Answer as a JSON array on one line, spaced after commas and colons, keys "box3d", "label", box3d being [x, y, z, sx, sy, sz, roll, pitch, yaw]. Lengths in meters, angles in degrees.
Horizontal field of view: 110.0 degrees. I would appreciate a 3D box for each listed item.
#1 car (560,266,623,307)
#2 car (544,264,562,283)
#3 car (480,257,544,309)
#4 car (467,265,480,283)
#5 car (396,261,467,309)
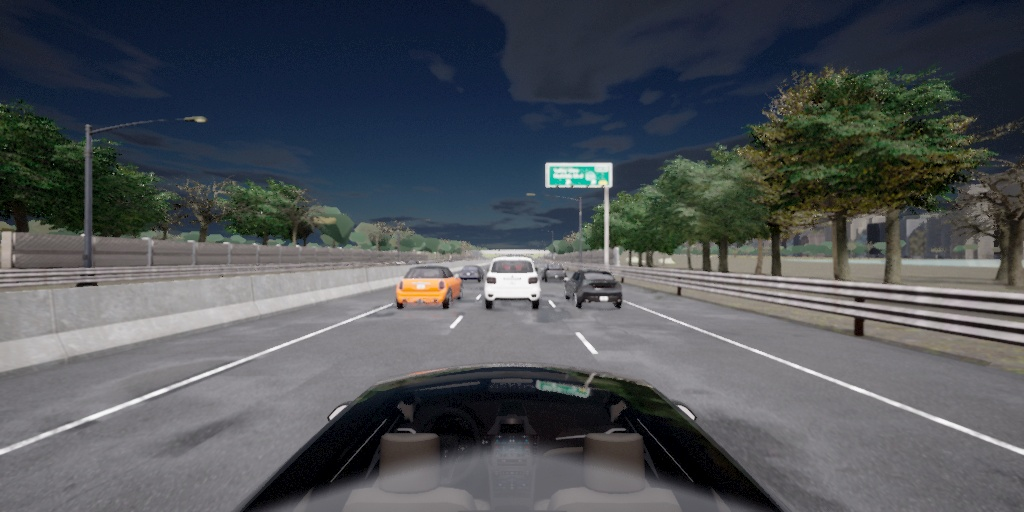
[{"box3d": [3.520, 1.373, 16.091, 1.837, 1.490, 4.892, 0, 0, 0], "label": "car"}, {"box3d": [3.580, 1.453, 31.049, 2.128, 1.511, 4.902, 0, 0, 1], "label": "car"}, {"box3d": [0.015, 1.080, 15.814, 2.150, 2.045, 5.566, 0, 0, 0], "label": "car"}, {"box3d": [-3.426, 1.506, 30.779, 2.033, 1.411, 5.357, 0, 0, 0], "label": "car"}, {"box3d": [-3.483, 1.213, 15.881, 2.097, 1.767, 4.553, 0, -1, 0], "label": "car"}]
